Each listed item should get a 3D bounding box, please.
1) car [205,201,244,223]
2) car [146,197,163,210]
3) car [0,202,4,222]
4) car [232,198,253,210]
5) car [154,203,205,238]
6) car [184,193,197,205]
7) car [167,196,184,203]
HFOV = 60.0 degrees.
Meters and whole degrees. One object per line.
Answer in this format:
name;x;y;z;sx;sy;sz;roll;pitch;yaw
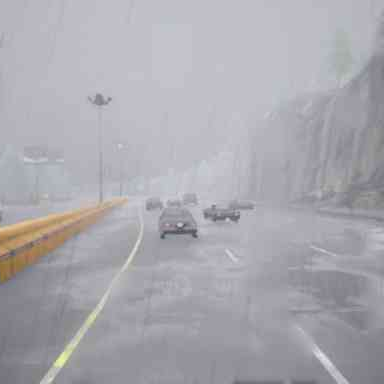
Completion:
car;2.070;1.568;25.034;1.895;1.301;4.718;-1;0;-10
car;-5.034;1.411;44.231;2.097;1.767;4.553;-1;0;-9
car;-16.144;1.434;24.911;2.150;2.045;5.566;-1;0;-9
car;6.066;1.474;41.692;1.994;1.385;4.181;-1;0;-10
car;-0.846;1.556;17.725;2.033;1.411;5.357;-1;0;-7
car;-0.407;1.216;58.897;2.150;2.045;5.566;-1;0;-8
car;-2.922;1.631;52.869;1.895;1.301;4.718;-1;0;-9
